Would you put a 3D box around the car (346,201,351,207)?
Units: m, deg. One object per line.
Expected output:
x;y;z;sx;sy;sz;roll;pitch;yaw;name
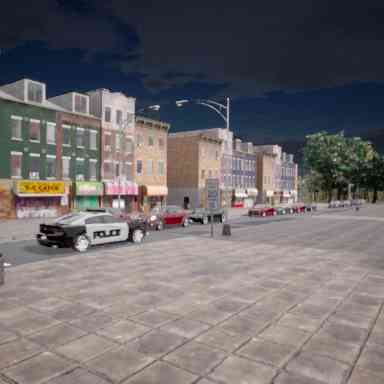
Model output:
29.805;2.407;66.368;1.947;1.339;4.313;0;-1;36;car

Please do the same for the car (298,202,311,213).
13.902;2.053;44.336;1.887;1.381;4.507;0;-1;36;car

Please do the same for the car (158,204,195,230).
-1.999;1.629;22.304;1.967;1.590;4.097;0;0;36;car

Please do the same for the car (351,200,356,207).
32.985;2.491;70.775;1.802;1.307;4.206;0;-1;36;car

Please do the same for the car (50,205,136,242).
-5.180;1.567;17.898;1.967;1.590;4.097;0;0;36;car

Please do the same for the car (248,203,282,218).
7.541;1.923;35.523;1.887;1.381;4.507;0;-1;36;car

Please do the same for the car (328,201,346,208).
26.624;2.324;61.962;2.008;1.369;4.403;0;-1;36;car

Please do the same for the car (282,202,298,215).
10.722;1.994;39.930;2.008;1.369;4.403;0;-1;36;car

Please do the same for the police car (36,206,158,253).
-4.148;1.569;14.806;1.930;1.638;5.238;1;0;36;police car

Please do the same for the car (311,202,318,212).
17.083;2.140;48.743;1.947;1.339;4.313;0;-1;36;car

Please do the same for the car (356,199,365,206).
39.346;2.612;79.588;1.947;1.339;4.313;0;-1;36;car

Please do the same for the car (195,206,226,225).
1.180;1.817;26.710;1.947;1.339;4.313;0;-1;36;car
